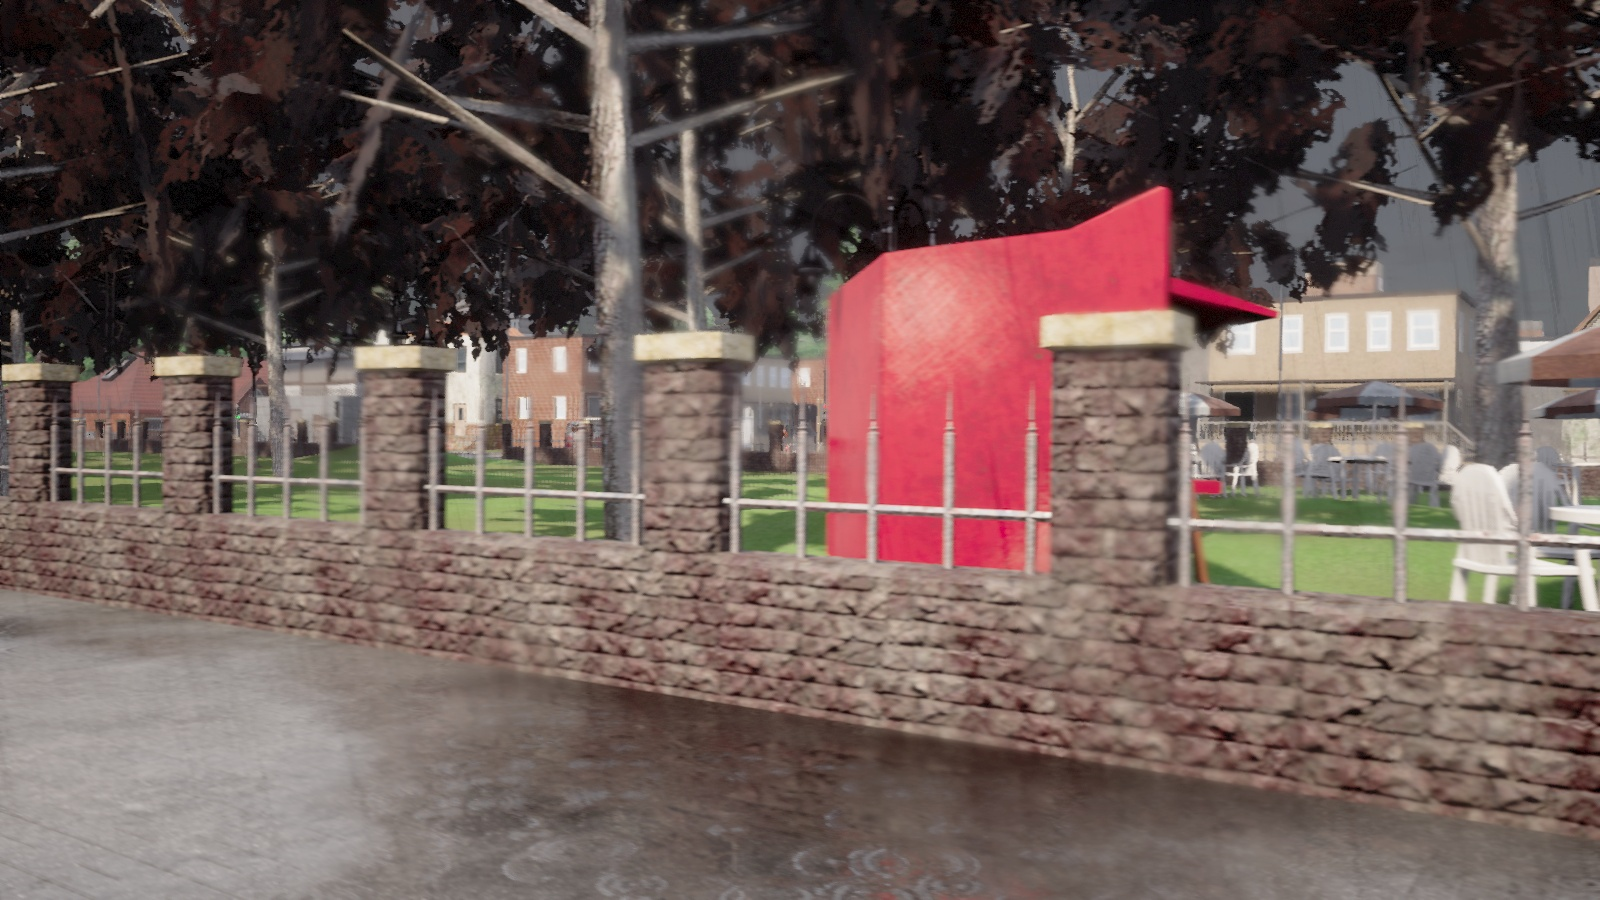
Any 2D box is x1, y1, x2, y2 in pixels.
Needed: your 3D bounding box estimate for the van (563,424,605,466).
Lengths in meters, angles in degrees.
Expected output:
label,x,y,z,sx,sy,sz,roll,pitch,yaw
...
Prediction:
label,x,y,z,sx,sy,sz,roll,pitch,yaw
van,-10.886,-0.280,63.131,1.775,1.987,4.442,-1,1,-13
